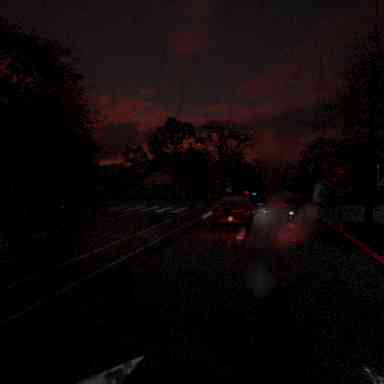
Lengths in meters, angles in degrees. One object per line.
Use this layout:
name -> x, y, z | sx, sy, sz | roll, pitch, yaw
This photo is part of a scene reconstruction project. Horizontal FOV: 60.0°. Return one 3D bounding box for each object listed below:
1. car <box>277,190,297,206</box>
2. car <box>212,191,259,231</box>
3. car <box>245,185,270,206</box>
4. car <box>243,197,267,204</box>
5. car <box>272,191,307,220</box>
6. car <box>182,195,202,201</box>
car -> 10.012, 0.653, 35.026 | 1.882, 1.535, 5.008 | 1, -1, 16
car -> 2.222, 0.938, 16.819 | 1.882, 1.535, 5.008 | 1, 2, 13
car -> 6.547, 0.309, 33.608 | 2.150, 2.045, 5.566 | 1, 0, 16
car -> 14.106, 1.873, 74.530 | 4.902, 1.511, 2.128 | 1, -2, 42
car -> 6.256, 0.874, 21.392 | 1.837, 1.490, 4.892 | 1, 2, 13
car -> 0.025, 1.581, 79.647 | 4.892, 1.490, 1.837 | 2, -2, -7
